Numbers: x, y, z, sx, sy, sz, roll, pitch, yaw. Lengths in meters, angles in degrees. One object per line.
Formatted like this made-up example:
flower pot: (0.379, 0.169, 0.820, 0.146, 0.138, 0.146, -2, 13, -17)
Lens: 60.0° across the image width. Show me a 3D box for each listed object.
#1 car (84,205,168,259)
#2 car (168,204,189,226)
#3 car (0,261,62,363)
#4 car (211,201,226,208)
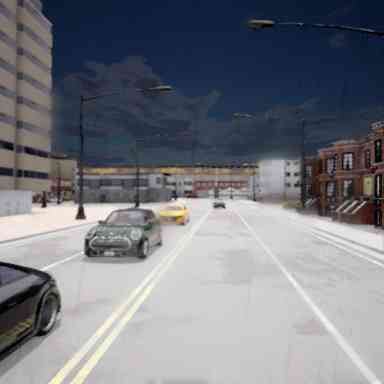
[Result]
car: (-2.500, 1.449, 13.130, 2.097, 1.767, 4.553, 0, 0, 5)
car: (-1.316, 1.690, 25.773, 1.882, 1.535, 5.008, 0, -1, 5)
car: (-3.346, 1.578, 4.030, 1.994, 1.385, 4.181, 0, 0, 5)
car: (4.508, 2.139, 57.303, 1.895, 1.301, 4.718, 0, -1, -4)
